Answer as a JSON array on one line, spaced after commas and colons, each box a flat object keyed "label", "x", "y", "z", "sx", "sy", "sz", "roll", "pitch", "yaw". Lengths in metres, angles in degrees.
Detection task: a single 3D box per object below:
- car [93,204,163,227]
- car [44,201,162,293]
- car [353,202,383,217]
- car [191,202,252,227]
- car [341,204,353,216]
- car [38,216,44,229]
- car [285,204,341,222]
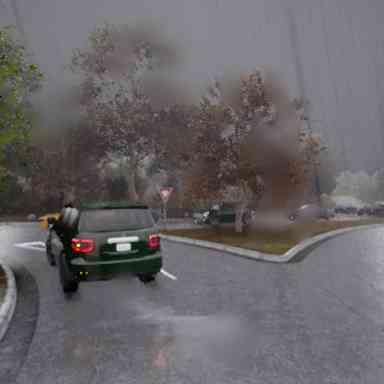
[{"label": "car", "x": -4.616, "y": 1.654, "z": 24.191, "sx": 4.674, "sy": 1.442, "sz": 1.812, "roll": 0, "pitch": 0, "yaw": -29}, {"label": "car", "x": -2.683, "y": 1.264, "z": 9.329, "sx": 2.150, "sy": 2.045, "sz": 5.566, "roll": 0, "pitch": 0, "yaw": -28}, {"label": "car", "x": 20.403, "y": 2.123, "z": 38.120, "sx": 1.895, "sy": 1.301, "sz": 4.718, "roll": 0, "pitch": -1, "yaw": 41}, {"label": "car", "x": 2.201, "y": 1.525, "z": 24.562, "sx": 4.553, "sy": 1.767, "sz": 2.097, "roll": 1, "pitch": -1, "yaw": -30}, {"label": "car", "x": 18.632, "y": 2.144, "z": 40.866, "sx": 1.895, "sy": 1.301, "sz": 4.718, "roll": 0, "pitch": -1, "yaw": 40}, {"label": "car", "x": -6.654, "y": 1.578, "z": 20.325, "sx": 5.008, "sy": 1.535, "sz": 1.882, "roll": 0, "pitch": 0, "yaw": -22}, {"label": "car", "x": 10.722, "y": 1.879, "z": 29.890, "sx": 5.357, "sy": 1.411, "sz": 2.033, "roll": 1, "pitch": -1, "yaw": -35}]
